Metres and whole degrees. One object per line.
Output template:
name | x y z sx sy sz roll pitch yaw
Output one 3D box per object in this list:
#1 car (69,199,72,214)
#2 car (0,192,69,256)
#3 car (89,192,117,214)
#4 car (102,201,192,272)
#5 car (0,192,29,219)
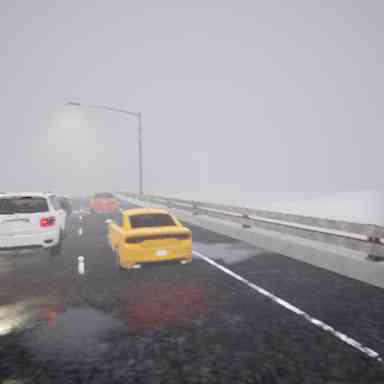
car | -10.994 1.062 27.493 1.994 1.385 4.181 -1 1 -18
car | -5.743 1.012 11.808 2.150 2.045 5.566 -1 1 -19
car | -7.426 0.779 27.820 2.097 1.767 4.553 -1 1 -18
car | -1.510 1.236 10.212 1.882 1.535 5.008 -1 2 -19
car | -14.057 0.951 25.586 2.097 1.767 4.553 -1 1 -18
